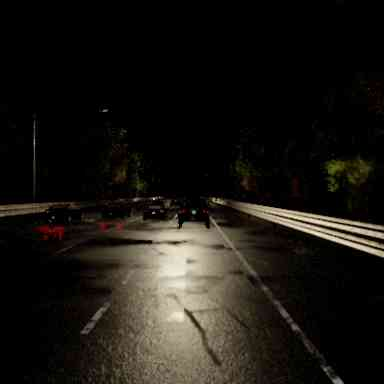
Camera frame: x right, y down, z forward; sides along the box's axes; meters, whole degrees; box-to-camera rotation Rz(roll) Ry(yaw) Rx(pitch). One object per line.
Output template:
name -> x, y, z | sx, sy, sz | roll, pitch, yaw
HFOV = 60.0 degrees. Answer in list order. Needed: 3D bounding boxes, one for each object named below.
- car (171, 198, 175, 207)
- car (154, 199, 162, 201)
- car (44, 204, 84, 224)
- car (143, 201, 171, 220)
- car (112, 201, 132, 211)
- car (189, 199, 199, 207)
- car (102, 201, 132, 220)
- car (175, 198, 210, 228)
car -> -3.099, 1.916, 65.449 | 2.097, 1.767, 4.553 | 0, 0, 0
car -> -6.610, 2.100, 64.223 | 2.033, 1.411, 5.357 | 0, -1, 0
car -> -10.356, 1.723, 27.259 | 2.128, 1.511, 4.902 | 0, -1, 0
car -> -3.339, 1.829, 31.052 | 1.994, 1.385, 4.181 | 0, 0, 0
car -> -10.224, 1.982, 48.717 | 1.994, 1.385, 4.181 | 0, 0, 1
car -> 0.395, 2.104, 64.763 | 2.033, 1.411, 5.357 | 0, -1, 0
car -> -6.842, 1.739, 30.670 | 1.882, 1.535, 5.008 | 0, 0, 0
car -> 0.132, 1.430, 24.361 | 2.150, 2.045, 5.566 | 0, 0, 0
